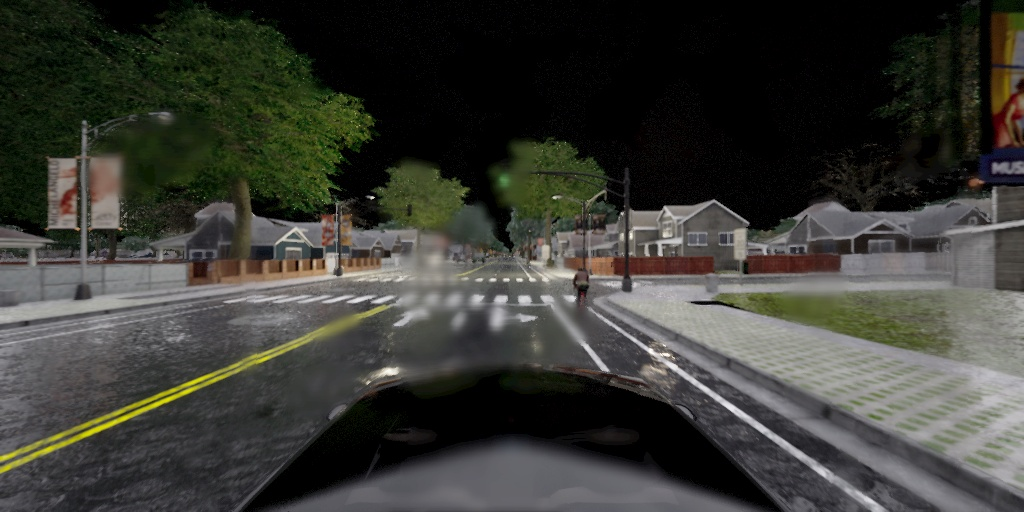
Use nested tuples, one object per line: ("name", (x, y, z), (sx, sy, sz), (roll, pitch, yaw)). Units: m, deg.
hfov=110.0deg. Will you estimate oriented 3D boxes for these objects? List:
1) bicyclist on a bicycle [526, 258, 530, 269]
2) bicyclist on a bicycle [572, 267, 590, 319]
("bicyclist on a bicycle", (2.247, 1.028, 49.610), (0.582, 1.620, 1.656), (0, 0, 0))
("bicyclist on a bicycle", (2.249, 1.170, 11.612), (0.582, 1.620, 1.656), (0, 0, 0))
